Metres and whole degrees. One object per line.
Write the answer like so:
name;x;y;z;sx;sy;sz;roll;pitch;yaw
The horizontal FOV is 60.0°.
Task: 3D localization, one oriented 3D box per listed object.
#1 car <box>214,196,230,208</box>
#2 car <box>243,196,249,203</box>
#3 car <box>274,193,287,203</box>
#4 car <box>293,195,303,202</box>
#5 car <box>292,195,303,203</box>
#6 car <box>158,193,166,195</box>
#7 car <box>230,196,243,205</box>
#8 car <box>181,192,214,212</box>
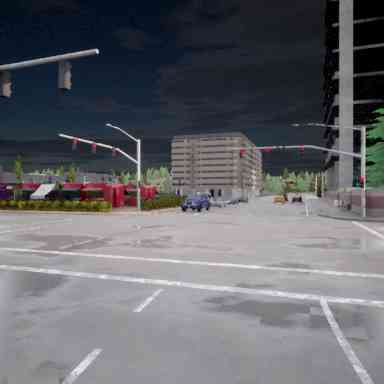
car;3.693;1.601;48.537;1.895;1.301;4.718;0;0;19
car;10.270;1.547;67.649;2.033;1.411;5.357;0;0;19
car;18.161;1.478;68.999;1.882;1.535;5.008;0;0;19
car;24.658;1.525;77.345;2.128;1.511;4.902;0;0;19
car;21.376;1.478;67.598;1.882;1.535;5.008;0;0;19
car;-8.052;1.209;81.411;4.605;1.855;1.932;0;0;19
car;6.807;1.491;57.658;2.128;1.511;4.902;0;0;19
car;0.554;1.221;39.292;2.150;2.045;5.566;0;0;19
